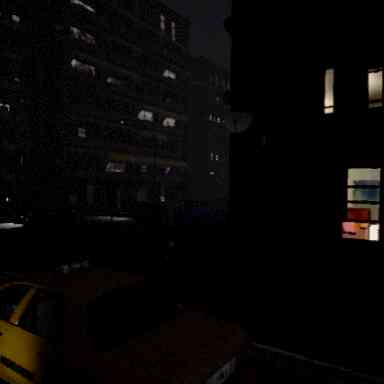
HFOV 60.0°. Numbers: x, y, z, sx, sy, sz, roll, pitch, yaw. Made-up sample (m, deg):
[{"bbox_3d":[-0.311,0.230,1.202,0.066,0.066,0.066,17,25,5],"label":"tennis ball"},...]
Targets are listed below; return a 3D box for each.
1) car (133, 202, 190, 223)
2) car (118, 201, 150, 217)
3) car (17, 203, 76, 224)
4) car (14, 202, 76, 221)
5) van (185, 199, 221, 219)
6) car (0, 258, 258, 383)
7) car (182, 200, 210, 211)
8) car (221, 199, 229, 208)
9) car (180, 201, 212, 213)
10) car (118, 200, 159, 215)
[{"bbox_3d":[-2.455,1.815,28.001,1.947,1.339,4.313,1,0,36],"label":"car"},{"bbox_3d":[-5.390,1.700,33.777,1.812,1.442,4.674,1,0,36],"label":"car"},{"bbox_3d":[-11.223,1.657,25.853,1.994,1.385,4.181,1,0,36],"label":"car"},{"bbox_3d":[-12.479,1.611,28.509,2.008,1.369,4.403,1,0,36],"label":"car"},{"bbox_3d":[0.823,1.635,32.461,1.690,1.788,3.998,1,0,36],"label":"van"},{"bbox_3d":[-1.626,1.522,4.178,4.829,1.417,1.752,0,1,36],"label":"car"},{"bbox_3d":[0.624,1.823,46.347,1.802,1.307,4.206,1,0,36],"label":"car"},{"bbox_3d":[3.901,1.726,50.807,1.967,1.590,4.097,1,0,36],"label":"car"},{"bbox_3d":[0.533,1.820,41.824,1.994,1.385,4.181,1,0,37],"label":"car"},{"bbox_3d":[-5.927,1.696,37.428,1.887,1.381,4.507,1,0,36],"label":"car"}]
